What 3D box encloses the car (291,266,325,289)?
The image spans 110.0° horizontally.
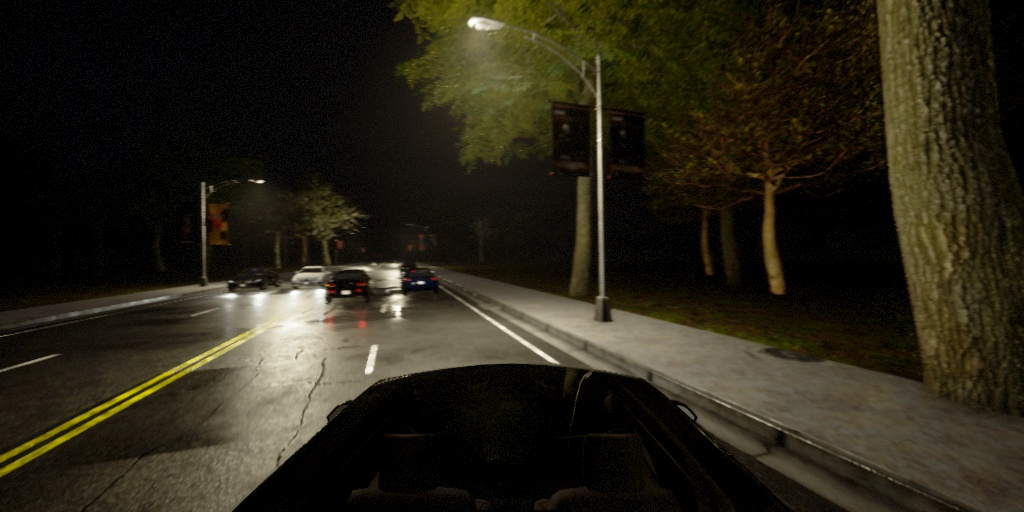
[{"bbox_3d":[-13.753,1.434,24.906,1.812,1.442,4.674,-1,0,-18],"label":"car"}]

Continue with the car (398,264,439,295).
[{"bbox_3d":[-5.346,1.353,20.584,1.994,1.385,4.181,-1,0,-18],"label":"car"}]

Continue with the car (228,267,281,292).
[{"bbox_3d":[-16.717,1.482,23.510,1.812,1.442,4.674,-1,0,-18],"label":"car"}]

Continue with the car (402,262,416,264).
[{"bbox_3d":[-10.760,1.348,37.371,1.837,1.490,4.892,-1,0,-18],"label":"car"}]

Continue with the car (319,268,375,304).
[{"bbox_3d":[-7.631,1.355,17.118,1.812,1.442,4.674,-1,0,-18],"label":"car"}]
